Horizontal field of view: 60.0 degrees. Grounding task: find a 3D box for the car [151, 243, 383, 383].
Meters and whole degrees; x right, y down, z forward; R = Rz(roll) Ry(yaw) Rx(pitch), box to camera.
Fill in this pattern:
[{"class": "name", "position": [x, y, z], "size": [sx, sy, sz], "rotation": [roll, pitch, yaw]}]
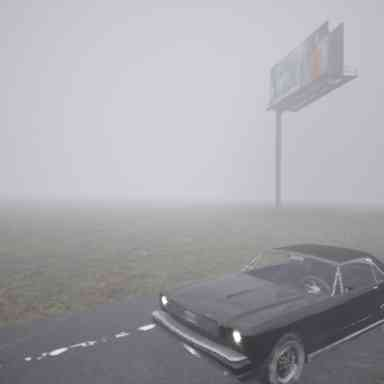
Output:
[{"class": "car", "position": [1.768, 1.594, 5.329], "size": [4.718, 1.301, 1.895], "rotation": [0, 0, -36]}]
